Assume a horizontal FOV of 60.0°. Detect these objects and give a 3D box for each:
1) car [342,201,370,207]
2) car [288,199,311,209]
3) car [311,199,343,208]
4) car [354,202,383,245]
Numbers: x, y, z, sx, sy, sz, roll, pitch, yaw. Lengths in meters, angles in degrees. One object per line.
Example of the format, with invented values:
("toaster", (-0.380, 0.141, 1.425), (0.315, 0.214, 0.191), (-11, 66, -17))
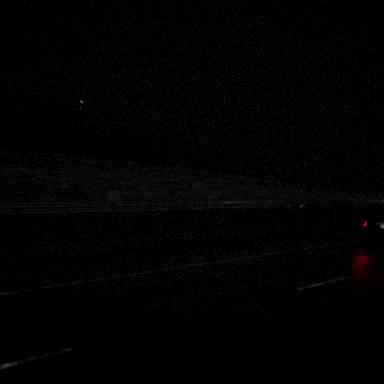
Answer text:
("car", (17.804, 1.747, 34.017), (4.892, 1.490, 1.837), (0, 0, -37))
("car", (13.460, 1.589, 39.509), (4.553, 1.767, 2.097), (0, 0, -37))
("car", (15.868, 1.733, 36.938), (4.902, 1.511, 2.128), (0, 0, -37))
("car", (9.598, 1.464, 14.879), (4.553, 1.767, 2.097), (1, 0, -35))
